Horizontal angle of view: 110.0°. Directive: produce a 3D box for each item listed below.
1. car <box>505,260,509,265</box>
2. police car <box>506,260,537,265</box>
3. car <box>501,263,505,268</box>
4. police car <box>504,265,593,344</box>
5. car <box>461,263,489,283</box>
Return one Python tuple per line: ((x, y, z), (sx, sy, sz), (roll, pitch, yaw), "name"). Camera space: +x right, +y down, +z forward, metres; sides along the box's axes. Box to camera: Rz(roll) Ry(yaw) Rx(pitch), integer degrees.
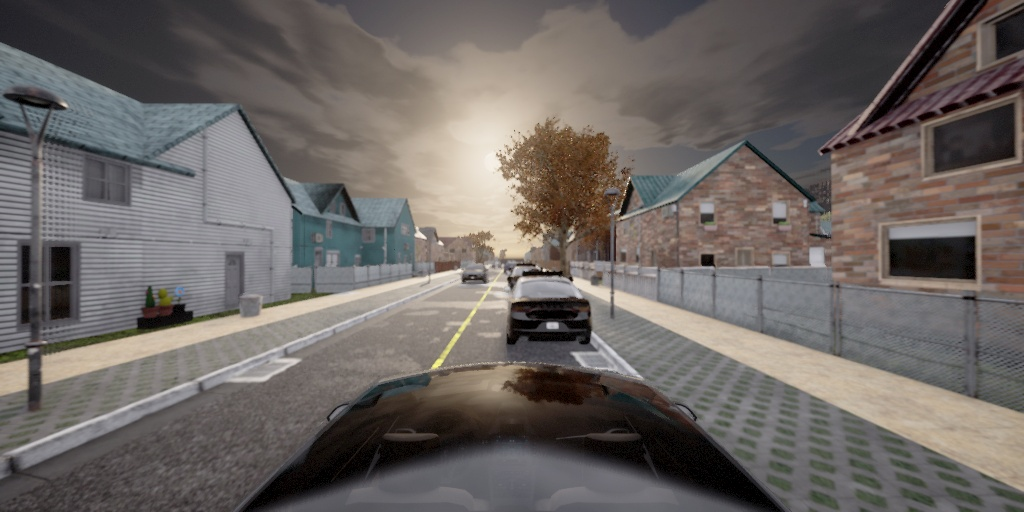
((0.779, 1.186, 25.638), (2.097, 1.767, 4.553), (0, 0, 0), "car")
((0.791, 1.239, 19.778), (1.930, 1.638, 5.238), (0, 0, 0), "police car")
((-0.048, 1.359, 49.368), (2.097, 1.767, 4.553), (0, 0, 0), "car")
((0.811, 1.203, 9.777), (1.930, 1.638, 5.238), (0, 0, 0), "police car")
((-2.899, 1.351, 28.764), (1.837, 1.490, 4.892), (0, 0, 0), "car")
